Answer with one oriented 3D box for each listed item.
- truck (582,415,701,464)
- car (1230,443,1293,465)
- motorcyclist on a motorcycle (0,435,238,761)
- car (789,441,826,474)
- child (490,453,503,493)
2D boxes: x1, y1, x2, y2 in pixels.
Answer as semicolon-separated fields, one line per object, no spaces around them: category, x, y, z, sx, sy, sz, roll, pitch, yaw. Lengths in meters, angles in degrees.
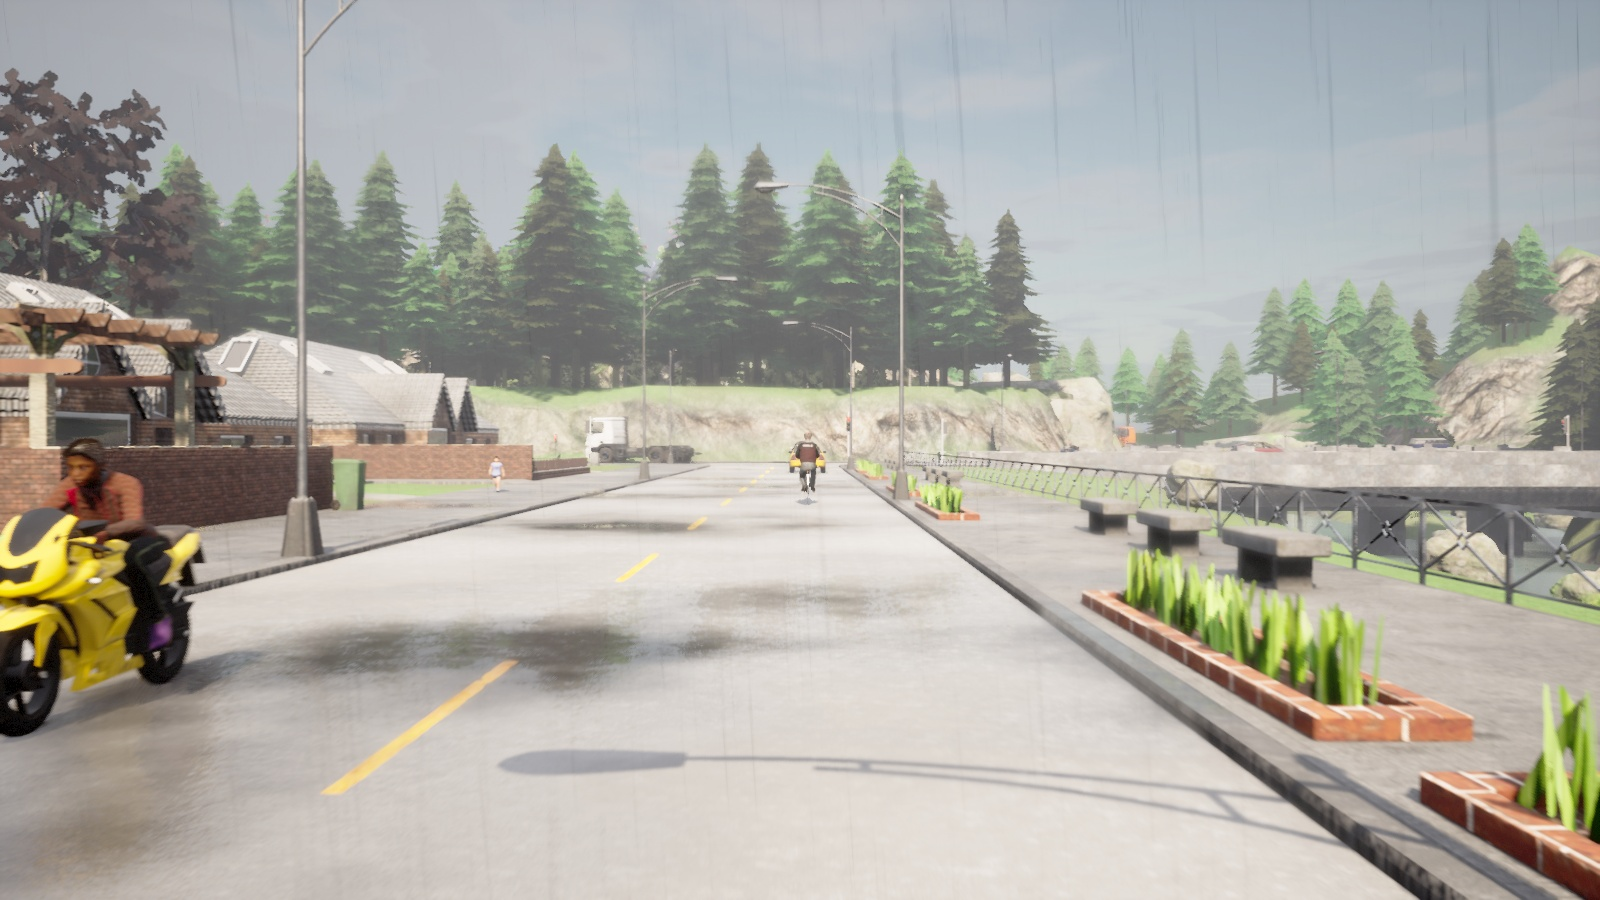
truck;-11.365;-0.753;90.207;7.936;3.462;2.891;0;0;15
car;31.859;0.262;86.759;3.705;1.549;1.789;0;0;0
motorcyclist on a motorcycle;-3.946;0.687;6.894;0.797;1.523;2.044;0;0;0
car;0.380;0.333;63.479;1.801;1.575;5.366;0;1;0
child;-8.512;0.631;35.206;0.255;1.110;0.394;0;0;-1
